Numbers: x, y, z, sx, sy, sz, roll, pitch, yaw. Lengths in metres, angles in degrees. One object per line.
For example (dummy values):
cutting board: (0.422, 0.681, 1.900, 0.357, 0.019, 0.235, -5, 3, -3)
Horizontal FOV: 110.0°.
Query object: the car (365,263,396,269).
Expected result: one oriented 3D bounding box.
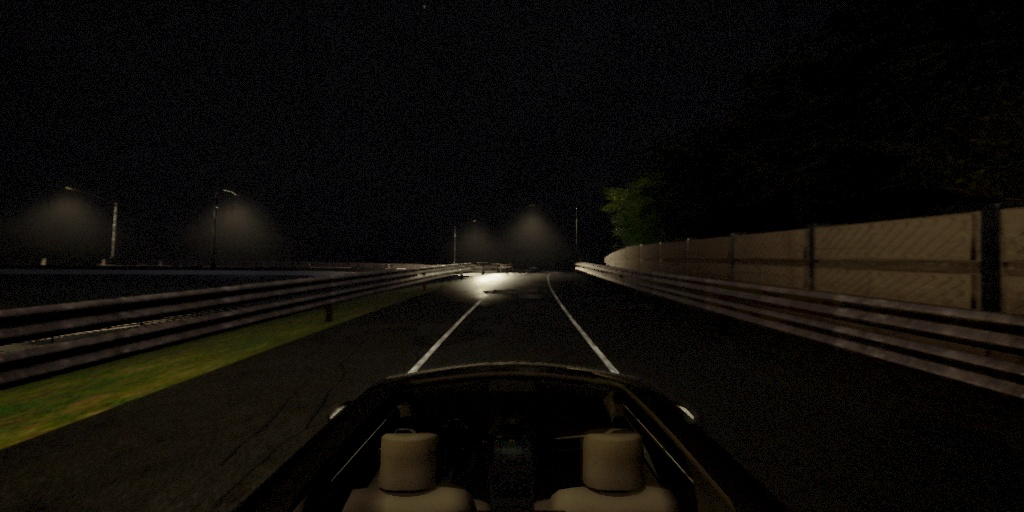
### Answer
car: (-20.741, 1.831, 56.563, 4.674, 1.442, 1.812, 2, -4, -34)
